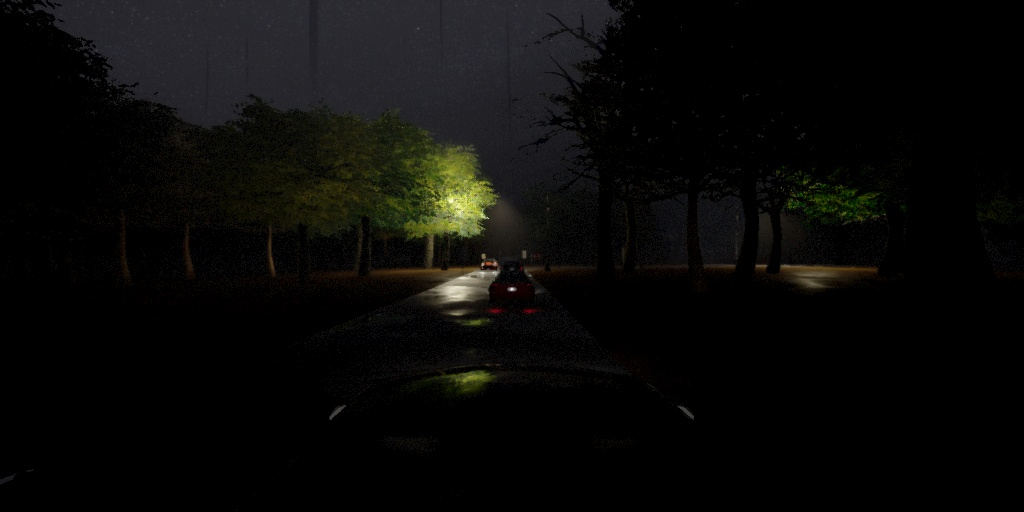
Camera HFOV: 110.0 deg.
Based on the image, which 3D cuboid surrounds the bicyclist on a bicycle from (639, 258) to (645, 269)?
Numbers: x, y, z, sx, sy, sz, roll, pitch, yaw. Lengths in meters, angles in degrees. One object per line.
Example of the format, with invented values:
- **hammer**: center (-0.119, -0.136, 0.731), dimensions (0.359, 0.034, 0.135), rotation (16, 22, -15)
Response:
- **bicyclist on a bicycle**: center (18.546, 1.015, 51.361), dimensions (0.582, 1.620, 1.656), rotation (-1, 0, 0)

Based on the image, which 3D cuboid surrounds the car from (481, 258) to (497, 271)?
- **car**: center (-2.999, 1.121, 48.080), dimensions (2.097, 1.767, 4.553), rotation (0, 0, 0)

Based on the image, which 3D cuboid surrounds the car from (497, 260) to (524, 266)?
- **car**: center (0.000, 1.111, 31.513), dimensions (2.097, 1.767, 4.553), rotation (0, 0, 0)

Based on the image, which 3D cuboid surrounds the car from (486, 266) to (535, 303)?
- **car**: center (0.000, 1.321, 16.541), dimensions (1.994, 1.385, 4.181), rotation (0, 0, 0)
